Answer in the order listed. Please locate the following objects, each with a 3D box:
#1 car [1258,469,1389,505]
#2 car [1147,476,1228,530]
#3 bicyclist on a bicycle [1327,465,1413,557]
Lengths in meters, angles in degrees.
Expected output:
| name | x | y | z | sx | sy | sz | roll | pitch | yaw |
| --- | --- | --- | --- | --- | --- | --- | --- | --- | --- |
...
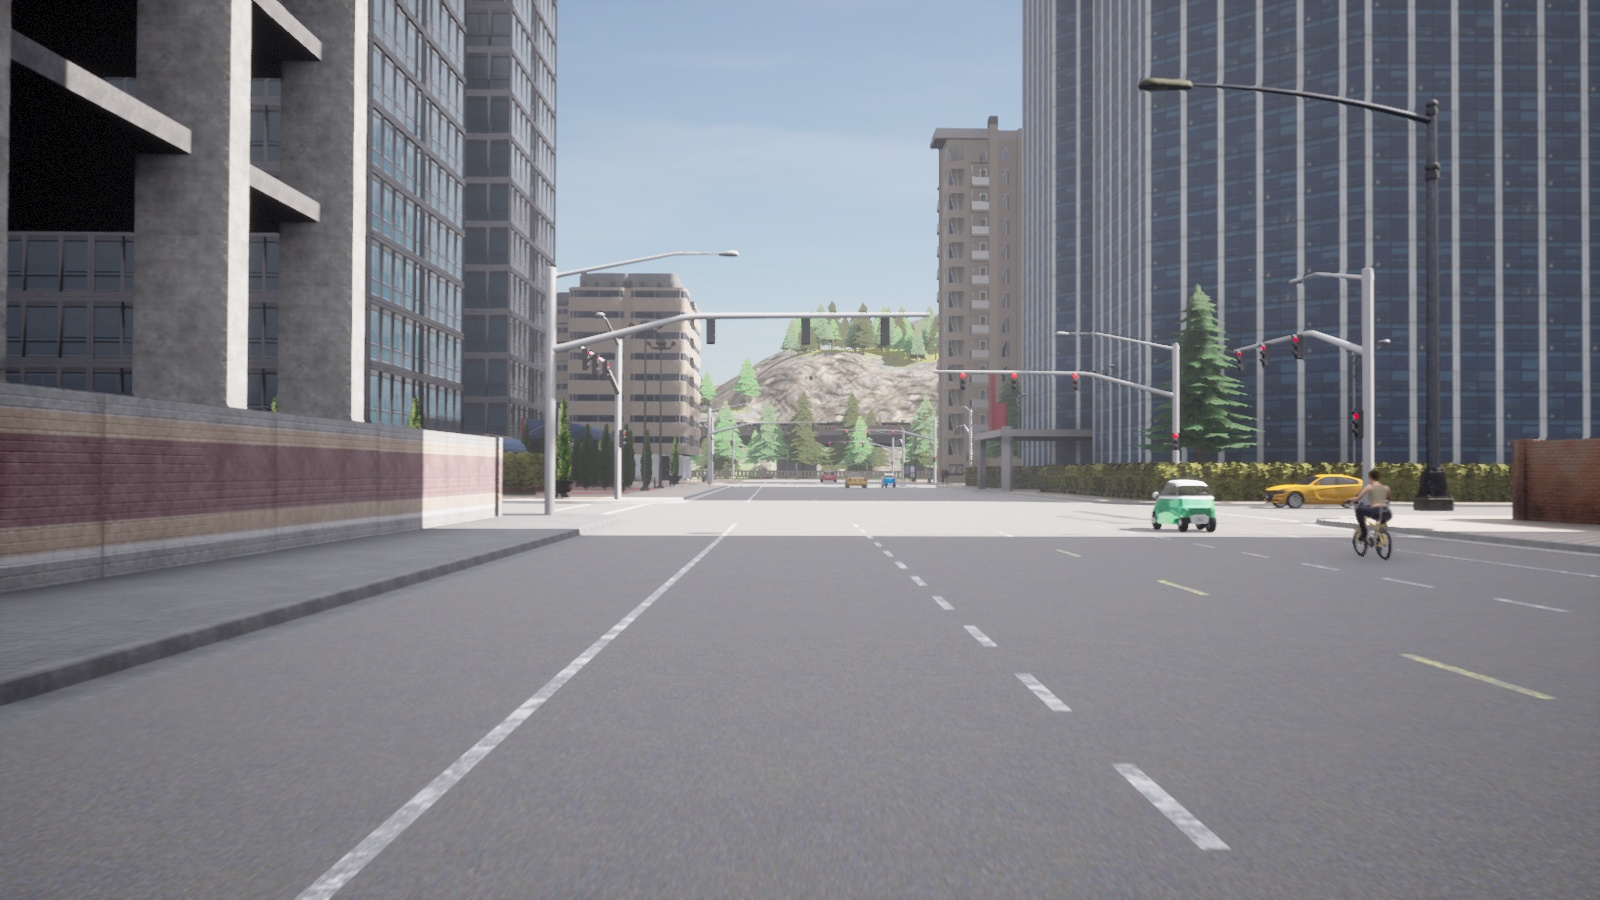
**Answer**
| name | x | y | z | sx | sy | sz | roll | pitch | yaw |
| --- | --- | --- | --- | --- | --- | --- | --- | --- | --- |
| car | 23.208 | 1.633 | 55.755 | 5.008 | 1.535 | 1.882 | 0 | -1 | -1 |
| car | 10.390 | 1.394 | 33.797 | 1.481 | 1.376 | 2.207 | 0 | -1 | -1 |
| bicyclist on a bicycle | 10.434 | 1.095 | 23.048 | 0.866 | 1.612 | 1.509 | 0 | -1 | 0 |
